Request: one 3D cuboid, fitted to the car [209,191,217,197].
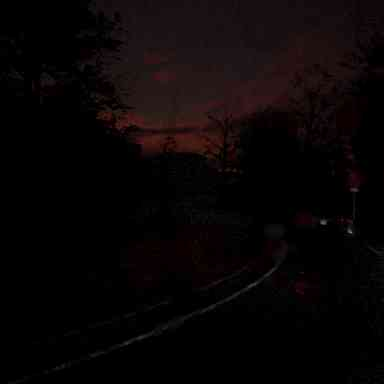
[{"bbox_3d":[6.300,0.484,94.617,1.882,1.535,5.008,-1,1,17],"label":"car"}]

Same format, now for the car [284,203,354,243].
[{"bbox_3d":[5.808,1.322,16.083,2.097,1.767,4.553,-1,0,7],"label":"car"}]

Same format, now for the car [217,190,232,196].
[{"bbox_3d":[8.955,0.432,92.230,1.837,1.490,4.892,-1,1,17],"label":"car"}]

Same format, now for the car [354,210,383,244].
[{"bbox_3d":[8.944,1.500,15.242,1.994,1.385,4.181,0,0,8],"label":"car"}]
